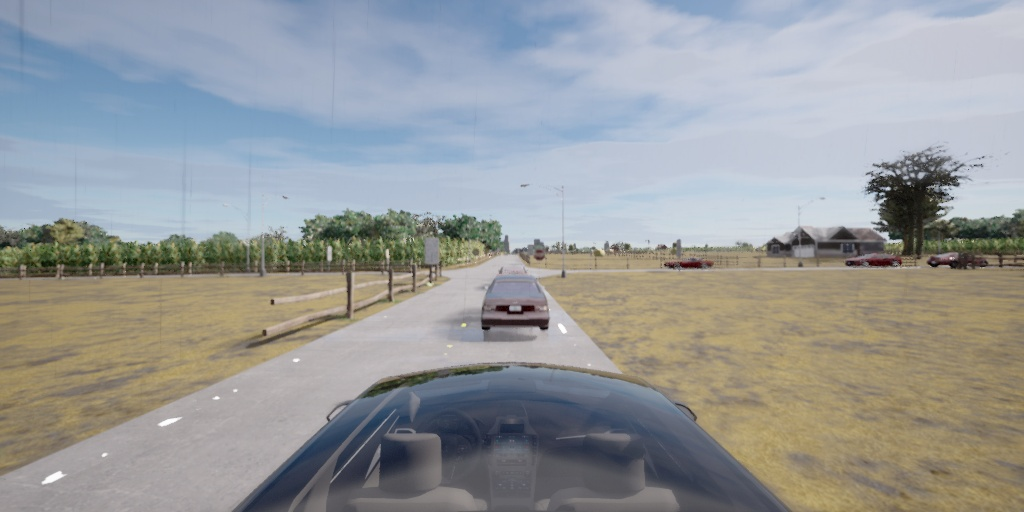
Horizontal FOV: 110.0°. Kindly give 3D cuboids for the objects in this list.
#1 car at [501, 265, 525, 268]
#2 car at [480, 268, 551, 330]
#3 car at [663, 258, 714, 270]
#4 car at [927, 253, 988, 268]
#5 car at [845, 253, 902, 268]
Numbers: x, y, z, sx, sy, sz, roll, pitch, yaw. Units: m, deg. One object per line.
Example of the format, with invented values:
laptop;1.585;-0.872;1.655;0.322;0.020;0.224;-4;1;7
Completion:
car;0.065;1.233;22.192;1.895;1.301;4.718;0;1;0
car;0.088;1.273;10.975;2.033;1.411;5.357;0;0;0
car;18.882;0.819;38.557;4.718;1.301;1.895;-1;-1;0
car;44.260;0.432;35.693;4.674;1.442;1.812;-1;-1;0
car;38.771;0.485;38.554;5.008;1.535;1.882;-1;-1;0
